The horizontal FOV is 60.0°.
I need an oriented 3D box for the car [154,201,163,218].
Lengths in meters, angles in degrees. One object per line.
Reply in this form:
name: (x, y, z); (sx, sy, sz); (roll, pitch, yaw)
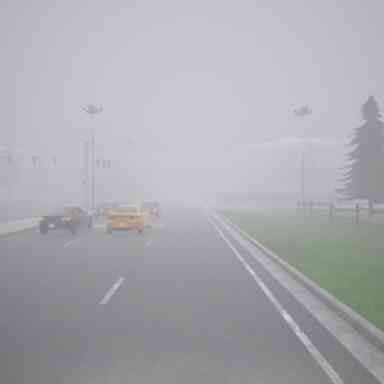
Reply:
car: (-3.674, 1.548, 29.987); (2.033, 1.411, 5.357); (0, 0, 0)

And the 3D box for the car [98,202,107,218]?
car: (-7.161, 1.551, 28.957); (2.033, 1.411, 5.357); (0, 0, -1)

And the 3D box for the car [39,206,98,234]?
car: (-7.068, 1.531, 19.004); (1.812, 1.442, 4.674); (0, 0, -1)

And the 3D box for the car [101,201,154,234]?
car: (-3.571, 1.479, 19.319); (1.882, 1.535, 5.008); (0, 0, -1)
